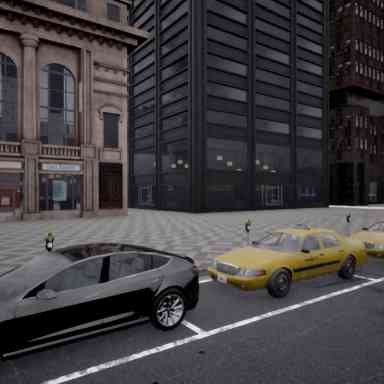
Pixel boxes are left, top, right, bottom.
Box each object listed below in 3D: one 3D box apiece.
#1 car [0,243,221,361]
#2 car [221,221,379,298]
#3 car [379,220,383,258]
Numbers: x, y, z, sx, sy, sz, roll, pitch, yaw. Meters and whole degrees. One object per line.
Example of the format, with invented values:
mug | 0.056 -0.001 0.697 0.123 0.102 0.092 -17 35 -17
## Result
car | -1.858 1.566 5.322 4.313 1.339 1.947 0 0 -35
car | 2.604 1.525 8.488 4.829 1.417 1.752 0 0 -35
car | 7.205 1.525 11.751 4.829 1.417 1.752 0 0 -35
